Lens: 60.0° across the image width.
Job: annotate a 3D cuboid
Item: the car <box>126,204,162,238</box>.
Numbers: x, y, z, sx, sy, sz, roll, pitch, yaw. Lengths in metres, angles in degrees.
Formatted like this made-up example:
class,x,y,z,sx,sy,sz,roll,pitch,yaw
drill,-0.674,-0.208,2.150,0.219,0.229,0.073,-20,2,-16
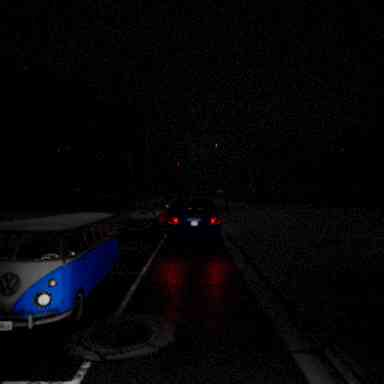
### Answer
class,x,y,z,sx,sy,sz,roll,pitch,yaw
car,-2.636,1.569,17.672,2.008,1.369,4.403,0,0,0

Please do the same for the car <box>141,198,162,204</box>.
class,x,y,z,sx,sy,sz,roll,pitch,yaw
car,-2.635,1.342,23.136,2.192,1.841,5.009,0,0,0

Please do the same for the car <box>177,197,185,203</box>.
class,x,y,z,sx,sy,sz,roll,pitch,yaw
car,-2.630,1.850,78.349,1.802,1.307,4.206,0,0,0

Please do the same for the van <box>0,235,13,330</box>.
class,x,y,z,sx,sy,sz,roll,pitch,yaw
van,-2.638,1.343,1.279,1.690,1.788,3.998,0,0,0

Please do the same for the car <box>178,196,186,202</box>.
class,x,y,z,sx,sy,sz,roll,pitch,yaw
car,-2.629,1.899,89.726,2.008,1.369,4.403,0,0,0

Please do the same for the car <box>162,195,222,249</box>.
class,x,y,z,sx,sy,sz,roll,pitch,yaw
car,0.099,1.237,14.844,2.150,2.045,5.566,0,0,0

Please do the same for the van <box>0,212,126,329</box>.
class,x,y,z,sx,sy,sz,roll,pitch,yaw
van,-2.637,1.348,6.743,1.690,1.788,3.998,0,0,0

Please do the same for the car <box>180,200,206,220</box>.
class,x,y,z,sx,sy,sz,roll,pitch,yaw
car,0.125,1.532,29.266,2.128,1.511,4.902,0,0,1

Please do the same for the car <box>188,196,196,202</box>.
class,x,y,z,sx,sy,sz,roll,pitch,yaw
car,0.013,1.759,84.142,1.882,1.535,5.008,0,0,0

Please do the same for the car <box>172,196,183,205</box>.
class,x,y,z,sx,sy,sz,roll,pitch,yaw
car,-2.632,1.607,61.284,1.967,1.590,4.097,0,0,0

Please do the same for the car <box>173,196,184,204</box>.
class,x,y,z,sx,sy,sz,roll,pitch,yaw
car,-2.631,1.638,66.972,1.967,1.590,4.097,0,0,0
